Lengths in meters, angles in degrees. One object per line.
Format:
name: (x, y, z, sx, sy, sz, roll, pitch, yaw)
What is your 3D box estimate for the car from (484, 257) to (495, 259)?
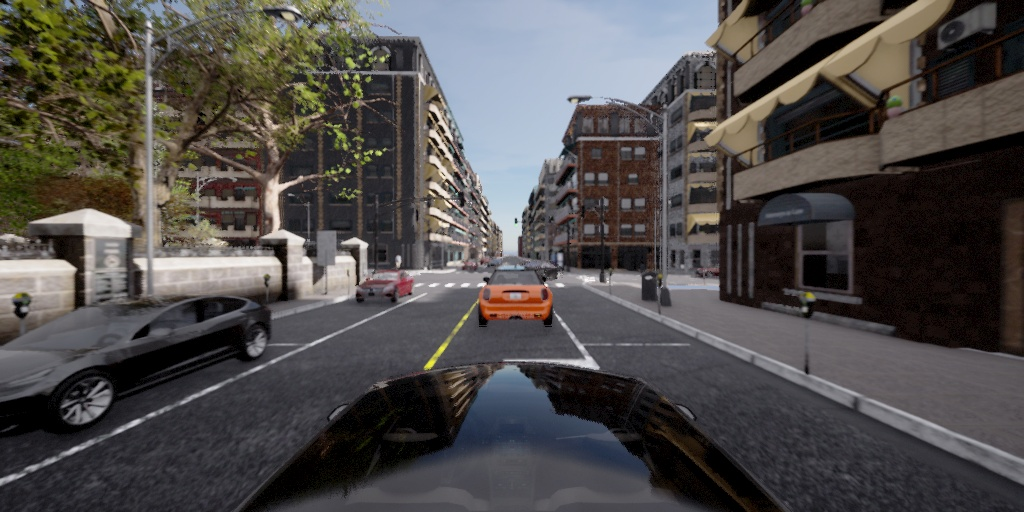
car: (-3.066, 1.237, 58.837, 1.994, 1.385, 4.181, 0, 0, 0)

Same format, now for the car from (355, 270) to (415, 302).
car: (-5.693, 1.310, 16.615, 1.802, 1.307, 4.207, 0, 0, 0)

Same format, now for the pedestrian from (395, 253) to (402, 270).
pedestrian: (-12.722, 0.600, 40.015, 0.375, 1.860, 0.375, 0, -1, -1)

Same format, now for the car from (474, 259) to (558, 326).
car: (0.098, 1.088, 11.746, 2.097, 1.767, 4.553, 0, 0, 0)

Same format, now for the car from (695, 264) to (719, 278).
car: (21.371, 1.525, 37.469, 4.097, 1.591, 1.967, 0, 0, -1)

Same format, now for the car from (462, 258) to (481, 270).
car: (-5.700, 1.125, 49.026, 1.967, 1.591, 4.097, 0, 0, 0)

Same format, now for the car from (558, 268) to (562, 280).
car: (2.300, 1.207, 27.956, 2.128, 1.511, 4.902, 0, 0, 30)

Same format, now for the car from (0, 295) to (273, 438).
car: (-5.690, 1.310, 5.545, 1.948, 1.339, 4.313, 0, 0, 0)
